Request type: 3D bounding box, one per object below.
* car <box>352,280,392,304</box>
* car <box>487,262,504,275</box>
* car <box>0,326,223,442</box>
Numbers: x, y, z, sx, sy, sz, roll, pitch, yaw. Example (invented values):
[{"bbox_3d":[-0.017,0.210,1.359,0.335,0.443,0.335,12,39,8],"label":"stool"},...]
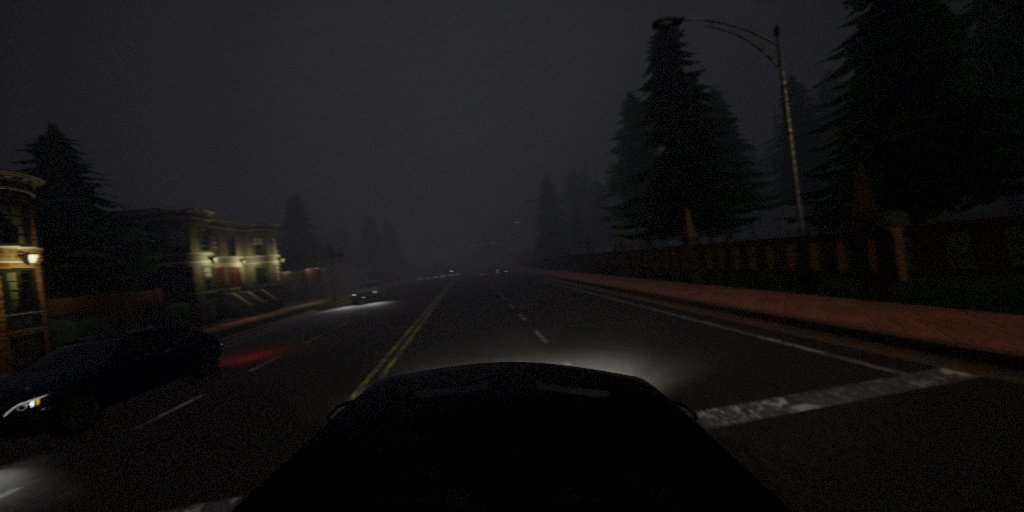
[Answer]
[{"bbox_3d":[-10.343,2.563,26.564,1.812,1.442,4.674,-7,0,-6],"label":"car"},{"bbox_3d":[-2.087,1.547,45.934,1.812,1.442,4.674,-7,0,-7],"label":"car"},{"bbox_3d":[-8.065,2.273,7.221,1.812,1.442,4.674,-7,0,-7],"label":"car"}]
